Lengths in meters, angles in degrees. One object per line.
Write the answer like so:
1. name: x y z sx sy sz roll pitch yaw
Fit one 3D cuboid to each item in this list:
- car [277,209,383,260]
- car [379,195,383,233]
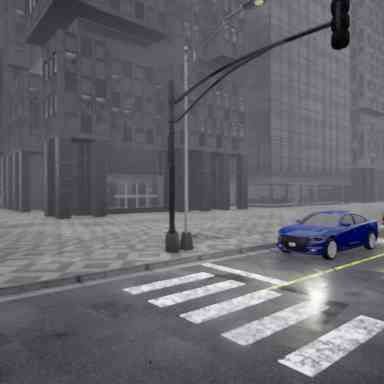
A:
1. car: 5.233 1.454 12.594 5.008 1.535 1.882 0 0 -40
2. car: 12.979 1.166 19.006 5.566 2.045 2.150 0 0 -39
